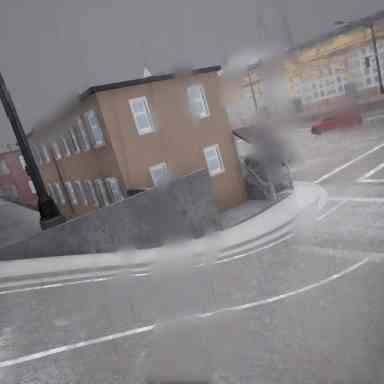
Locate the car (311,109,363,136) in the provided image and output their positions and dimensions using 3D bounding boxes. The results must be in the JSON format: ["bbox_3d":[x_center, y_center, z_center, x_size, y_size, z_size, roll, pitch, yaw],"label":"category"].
[{"bbox_3d":[16.044,-7.779,37.284,2.150,2.045,5.566,-23,13,-32],"label":"car"}]

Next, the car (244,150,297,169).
[{"bbox_3d":[6.408,-2.809,27.796,1.837,1.490,4.892,-23,13,-32],"label":"car"}]
